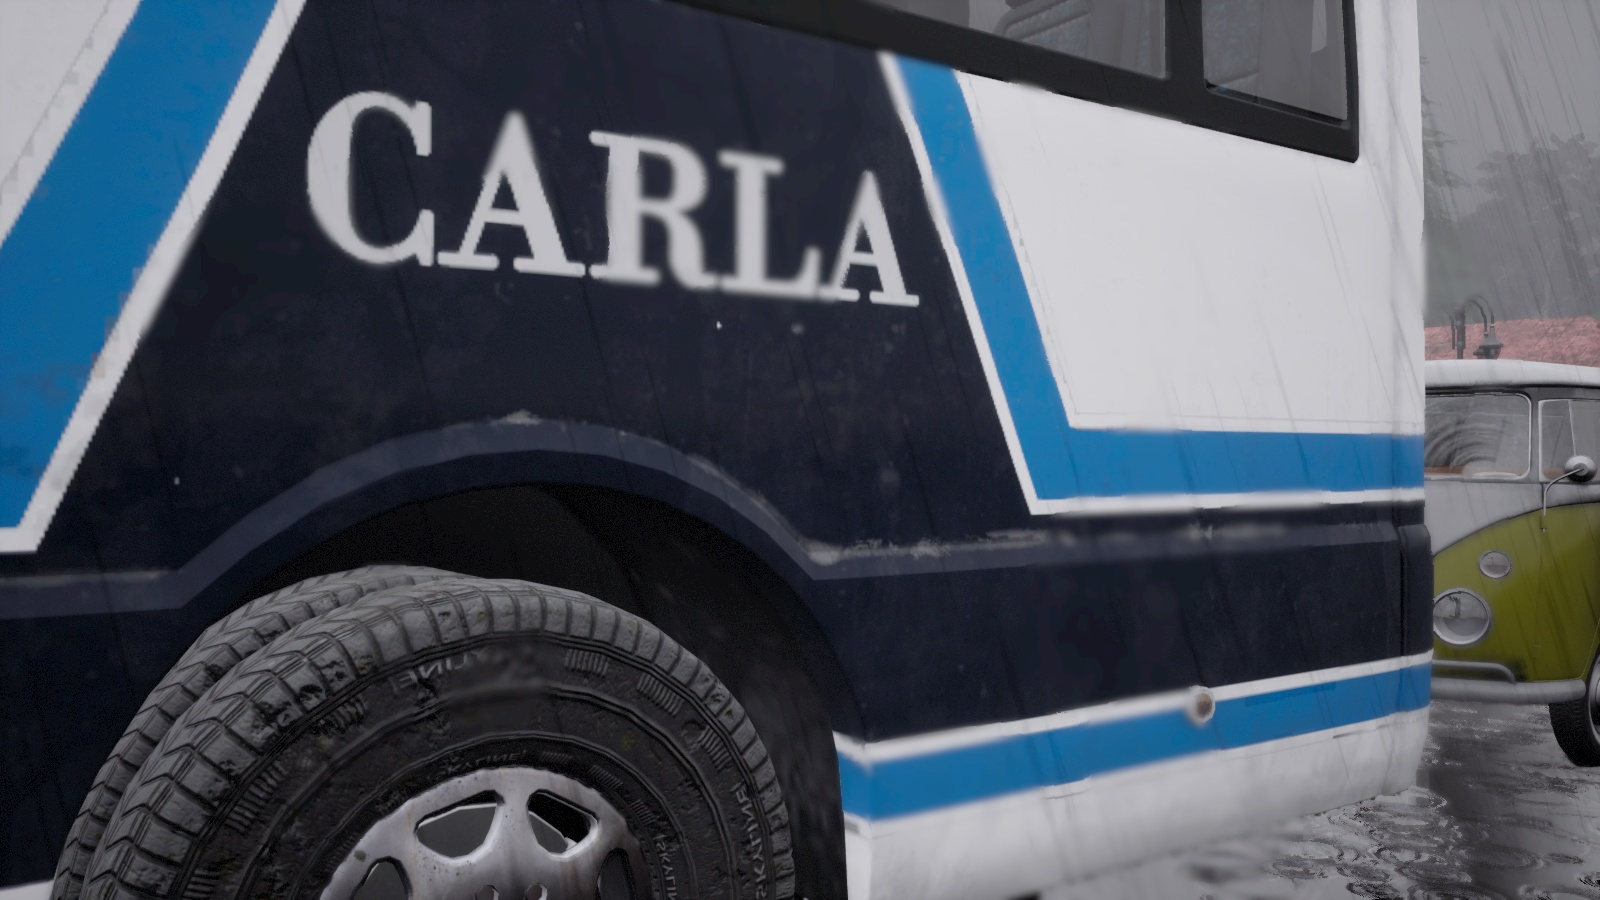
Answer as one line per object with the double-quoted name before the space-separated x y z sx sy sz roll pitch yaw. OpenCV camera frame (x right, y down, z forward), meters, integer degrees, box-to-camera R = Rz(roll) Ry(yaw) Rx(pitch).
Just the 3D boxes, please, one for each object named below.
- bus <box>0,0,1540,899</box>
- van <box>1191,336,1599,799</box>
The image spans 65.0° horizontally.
"bus" -3.492 -0.620 1.849 10.273 4.253 3.944 0 0 -35
"van" 4.460 0.506 7.382 4.442 1.987 1.775 0 0 -35
